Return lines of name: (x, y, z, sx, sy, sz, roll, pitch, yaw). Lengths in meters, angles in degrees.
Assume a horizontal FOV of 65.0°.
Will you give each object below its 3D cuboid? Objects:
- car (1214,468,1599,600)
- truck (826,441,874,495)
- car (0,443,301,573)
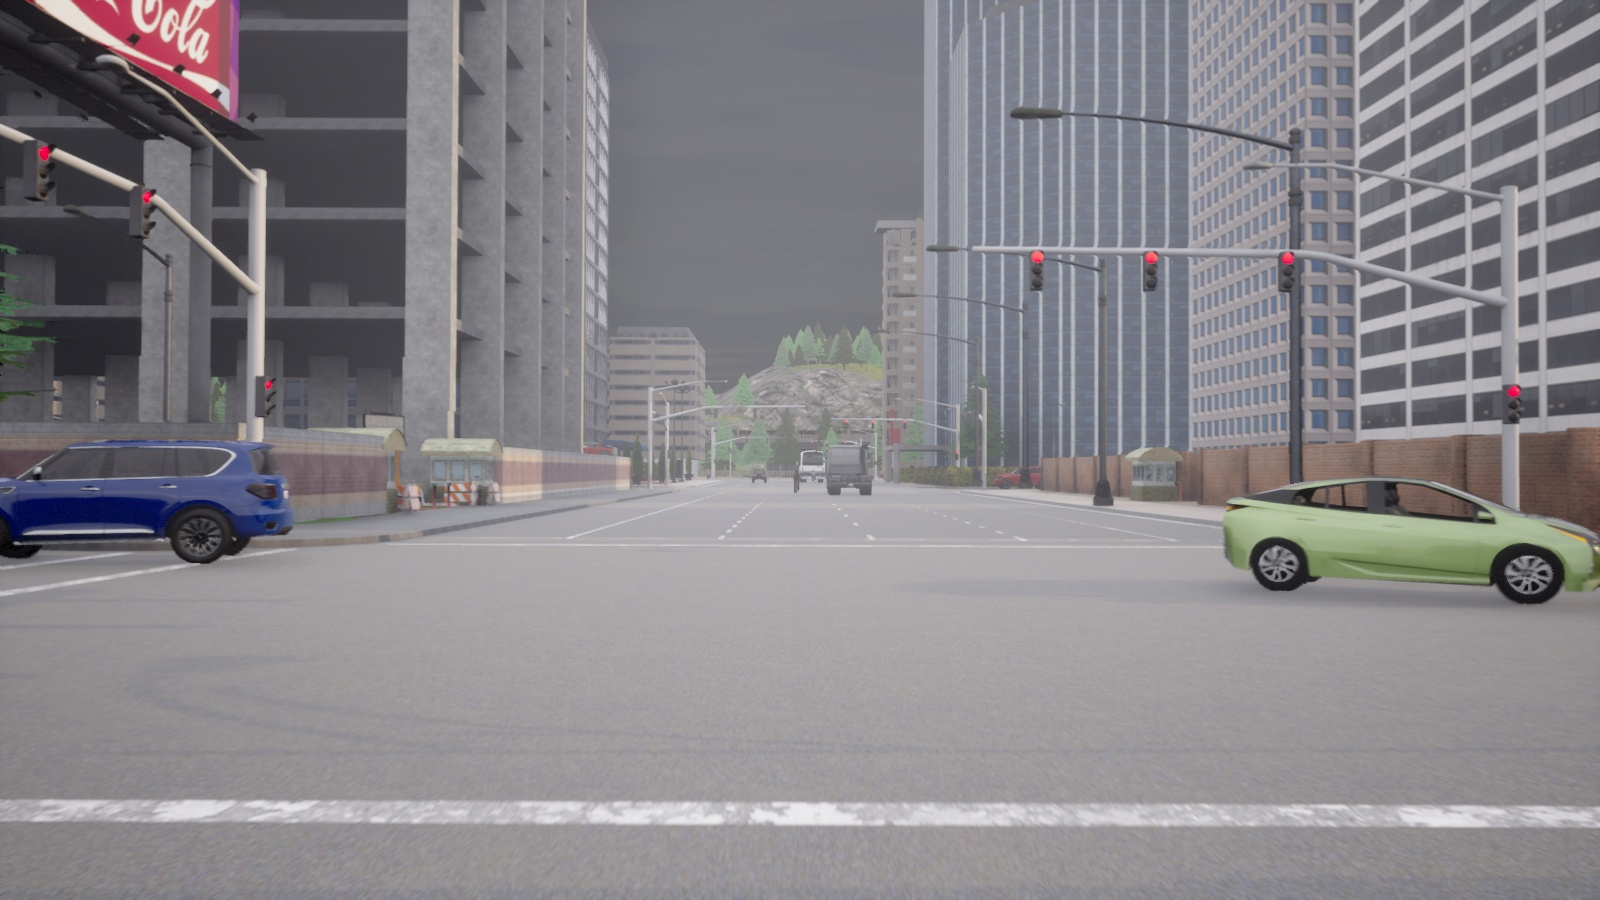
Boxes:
car: (7.990, 1.005, 16.467, 4.514, 1.525, 2.007, -1, -1, 32)
truck: (3.296, 1.240, 84.829, 2.891, 3.462, 7.936, 0, -1, 0)
car: (-11.530, 0.934, 21.153, 5.566, 2.045, 2.150, 0, -1, -13)
